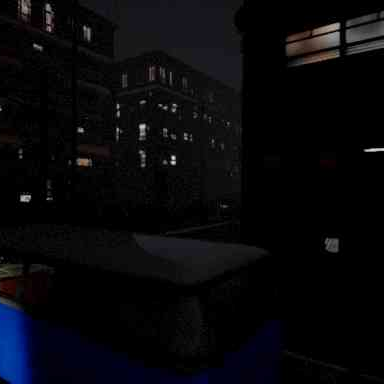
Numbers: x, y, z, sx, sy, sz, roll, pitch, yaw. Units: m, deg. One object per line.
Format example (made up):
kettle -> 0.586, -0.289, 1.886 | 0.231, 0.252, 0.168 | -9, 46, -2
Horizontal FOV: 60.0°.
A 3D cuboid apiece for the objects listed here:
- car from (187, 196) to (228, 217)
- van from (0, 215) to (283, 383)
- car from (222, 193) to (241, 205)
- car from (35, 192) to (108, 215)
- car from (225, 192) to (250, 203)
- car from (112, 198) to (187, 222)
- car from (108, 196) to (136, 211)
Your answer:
car -> 0.691, 1.210, 25.312 | 1.802, 1.307, 4.206 | 2, 2, 35
van -> -1.039, 1.326, 3.607 | 3.998, 1.788, 1.690 | 0, 1, 36
car -> 4.529, 0.901, 40.834 | 1.994, 1.385, 4.181 | 1, 1, 35
car -> -9.341, 0.914, 25.597 | 2.192, 1.841, 5.009 | 2, 2, 35
car -> 6.672, 0.762, 48.390 | 1.947, 1.339, 4.313 | 2, 2, 35
car -> -2.512, 1.274, 20.754 | 1.947, 1.339, 4.313 | 2, 2, 35
car -> -6.141, 1.063, 30.161 | 1.887, 1.381, 4.507 | 2, 2, 35
